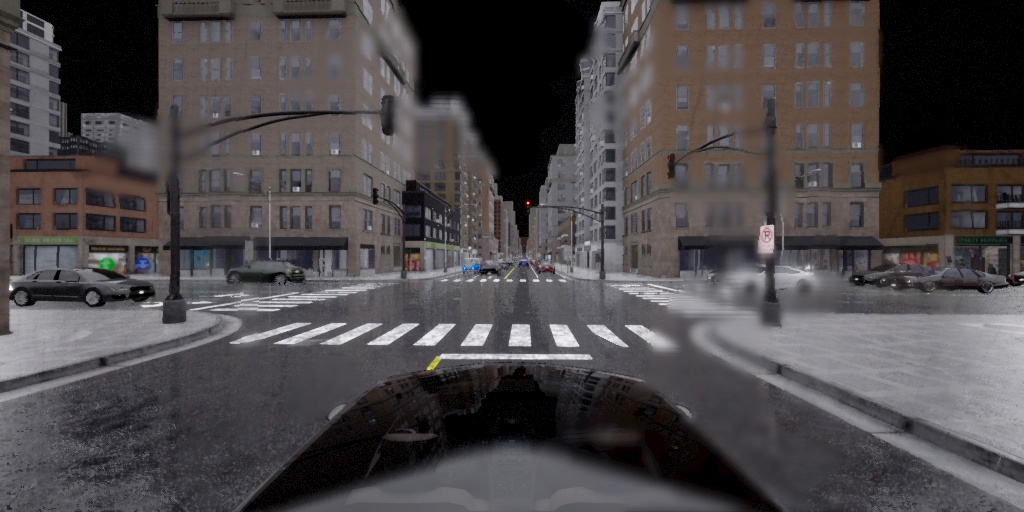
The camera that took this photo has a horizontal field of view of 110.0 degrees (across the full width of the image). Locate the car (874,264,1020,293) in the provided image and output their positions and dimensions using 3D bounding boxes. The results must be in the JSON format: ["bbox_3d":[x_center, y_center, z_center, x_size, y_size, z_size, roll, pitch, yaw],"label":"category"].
[{"bbox_3d":[24.374,1.325,20.275,5.357,1.411,2.033,0,0,2],"label":"car"}]

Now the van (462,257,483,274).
[{"bbox_3d":[-4.671,1.111,41.175,1.690,1.789,3.998,0,0,2],"label":"van"}]

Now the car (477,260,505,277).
[{"bbox_3d":[-2.093,1.366,36.366,1.895,1.301,4.718,0,0,2],"label":"car"}]

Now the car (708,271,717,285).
[{"bbox_3d":[15.666,1.257,23.783,4.902,1.511,2.128,0,0,2],"label":"car"}]

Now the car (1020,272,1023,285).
[{"bbox_3d":[35.065,1.360,23.204,4.181,1.385,1.994,0,0,2],"label":"car"}]

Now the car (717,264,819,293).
[{"bbox_3d":[14.787,1.291,20.556,4.674,1.442,1.812,0,0,3],"label":"car"}]

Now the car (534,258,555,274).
[{"bbox_3d":[3.850,1.210,40.883,1.967,1.591,4.097,0,0,2],"label":"car"}]

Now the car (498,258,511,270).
[{"bbox_3d":[-1.544,1.344,51.564,1.994,1.385,4.181,0,0,2],"label":"car"}]

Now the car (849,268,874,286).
[{"bbox_3d":[25.083,1.283,23.506,4.892,1.490,1.837,0,0,2],"label":"car"}]

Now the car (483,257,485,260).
[{"bbox_3d":[-4.479,1.091,46.695,2.192,1.841,5.009,0,0,2],"label":"car"}]

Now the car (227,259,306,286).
[{"bbox_3d":[-16.891,1.085,24.736,4.553,1.767,2.097,0,0,1],"label":"car"}]

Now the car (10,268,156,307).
[{"bbox_3d":[-17.632,1.239,14.806,4.892,1.490,1.837,0,0,2],"label":"car"}]
